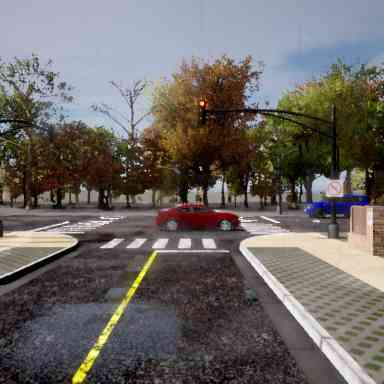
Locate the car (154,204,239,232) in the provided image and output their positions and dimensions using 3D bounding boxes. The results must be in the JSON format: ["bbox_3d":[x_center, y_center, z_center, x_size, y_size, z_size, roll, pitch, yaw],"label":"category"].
[{"bbox_3d":[0.284,1.478,19.679,5.008,1.535,1.882,0,0,0],"label":"car"}]

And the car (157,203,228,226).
[{"bbox_3d":[0.046,1.529,22.927,4.674,1.442,1.812,0,0,0],"label":"car"}]

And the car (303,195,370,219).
[{"bbox_3d":[12.853,1.279,29.626,5.566,2.045,2.150,0,0,0],"label":"car"}]
